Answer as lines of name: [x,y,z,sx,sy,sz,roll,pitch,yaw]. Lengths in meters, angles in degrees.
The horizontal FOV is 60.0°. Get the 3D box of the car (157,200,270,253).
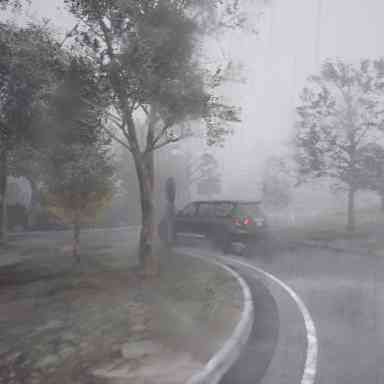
car: [0.776,1.376,14.870,2.150,2.045,5.566,1,-1,-44]
